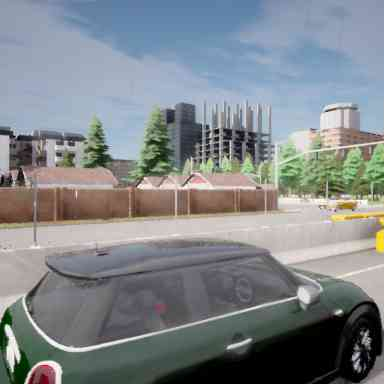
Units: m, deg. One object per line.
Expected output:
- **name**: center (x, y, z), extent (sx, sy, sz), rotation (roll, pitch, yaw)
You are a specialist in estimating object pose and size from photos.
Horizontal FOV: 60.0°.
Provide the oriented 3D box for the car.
- **car**: center (0.264, 1.351, 3.929), extent (4.553, 1.767, 2.097), rotation (0, 0, -35)
